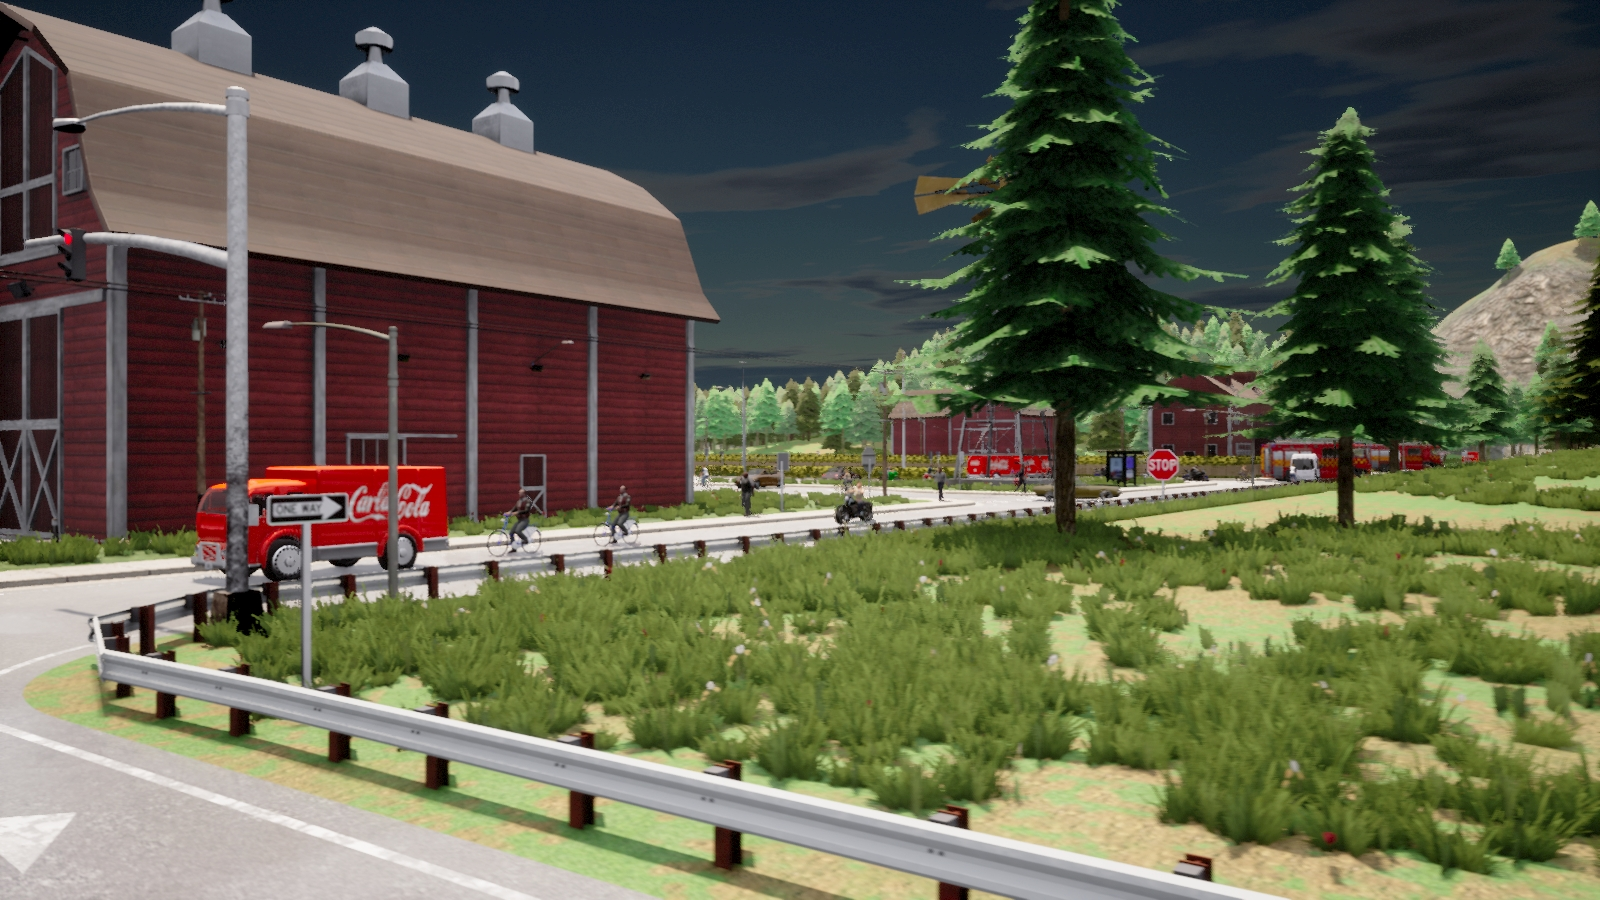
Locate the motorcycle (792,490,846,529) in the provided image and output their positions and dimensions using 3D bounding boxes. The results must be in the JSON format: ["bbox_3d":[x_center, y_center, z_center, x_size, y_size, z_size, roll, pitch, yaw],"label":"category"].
[{"bbox_3d":[0.715,2.170,41.966,0.764,1.277,2.356,0,0,36],"label":"motorcycle"}]

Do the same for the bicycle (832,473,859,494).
[{"bbox_3d":[2.951,2.158,74.080,1.487,1.276,0.859,0,0,35],"label":"bicycle"}]

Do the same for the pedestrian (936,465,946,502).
[{"bbox_3d":[7.229,1.697,58.523,0.375,1.860,0.375,0,0,34],"label":"pedestrian"}]

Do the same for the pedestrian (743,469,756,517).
[{"bbox_3d":[-1.994,1.696,45.261,0.375,1.860,0.375,0,0,-45],"label":"pedestrian"}]

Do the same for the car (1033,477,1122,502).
[{"bbox_3d":[15.267,2.155,63.012,4.718,1.301,1.895,0,0,13],"label":"car"}]

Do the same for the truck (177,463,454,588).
[{"bbox_3d":[-10.867,1.568,26.026,2.627,2.467,5.204,0,0,35],"label":"truck"}]

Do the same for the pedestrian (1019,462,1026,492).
[{"bbox_3d":[13.962,1.698,71.716,0.375,1.860,0.375,0,0,26],"label":"pedestrian"}]
